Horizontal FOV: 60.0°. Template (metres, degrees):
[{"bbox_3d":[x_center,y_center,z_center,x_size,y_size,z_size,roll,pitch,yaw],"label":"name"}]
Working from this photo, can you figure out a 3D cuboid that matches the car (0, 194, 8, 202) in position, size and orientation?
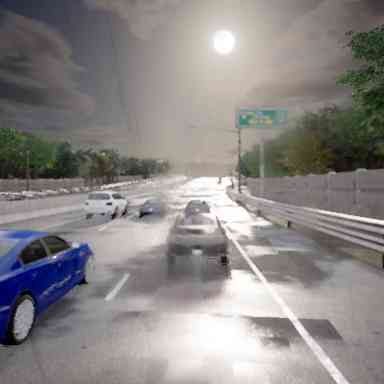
[{"bbox_3d":[-20.465,1.009,36.655,2.128,1.511,4.902,0,1,2],"label":"car"}]

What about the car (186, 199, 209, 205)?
[{"bbox_3d":[0.455,1.283,27.063,1.994,1.385,4.181,0,1,1],"label":"car"}]

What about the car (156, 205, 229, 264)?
[{"bbox_3d":[0.177,1.421,11.528,2.128,1.511,4.902,0,1,1],"label":"car"}]

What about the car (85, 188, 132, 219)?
[{"bbox_3d":[-6.575,0.958,25.987,2.150,2.045,5.566,0,1,1],"label":"car"}]

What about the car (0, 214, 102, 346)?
[{"bbox_3d":[-3.380,1.446,6.313,1.882,1.535,5.008,0,1,1],"label":"car"}]

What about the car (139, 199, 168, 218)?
[{"bbox_3d":[-3.042,1.279,27.232,1.994,1.385,4.181,0,1,1],"label":"car"}]

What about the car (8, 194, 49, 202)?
[{"bbox_3d":[-17.000,1.085,35.798,2.033,1.411,5.357,0,1,2],"label":"car"}]

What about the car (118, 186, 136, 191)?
[{"bbox_3d":[-14.953,-0.241,76.251,1.994,1.385,4.181,0,2,4],"label":"car"}]
